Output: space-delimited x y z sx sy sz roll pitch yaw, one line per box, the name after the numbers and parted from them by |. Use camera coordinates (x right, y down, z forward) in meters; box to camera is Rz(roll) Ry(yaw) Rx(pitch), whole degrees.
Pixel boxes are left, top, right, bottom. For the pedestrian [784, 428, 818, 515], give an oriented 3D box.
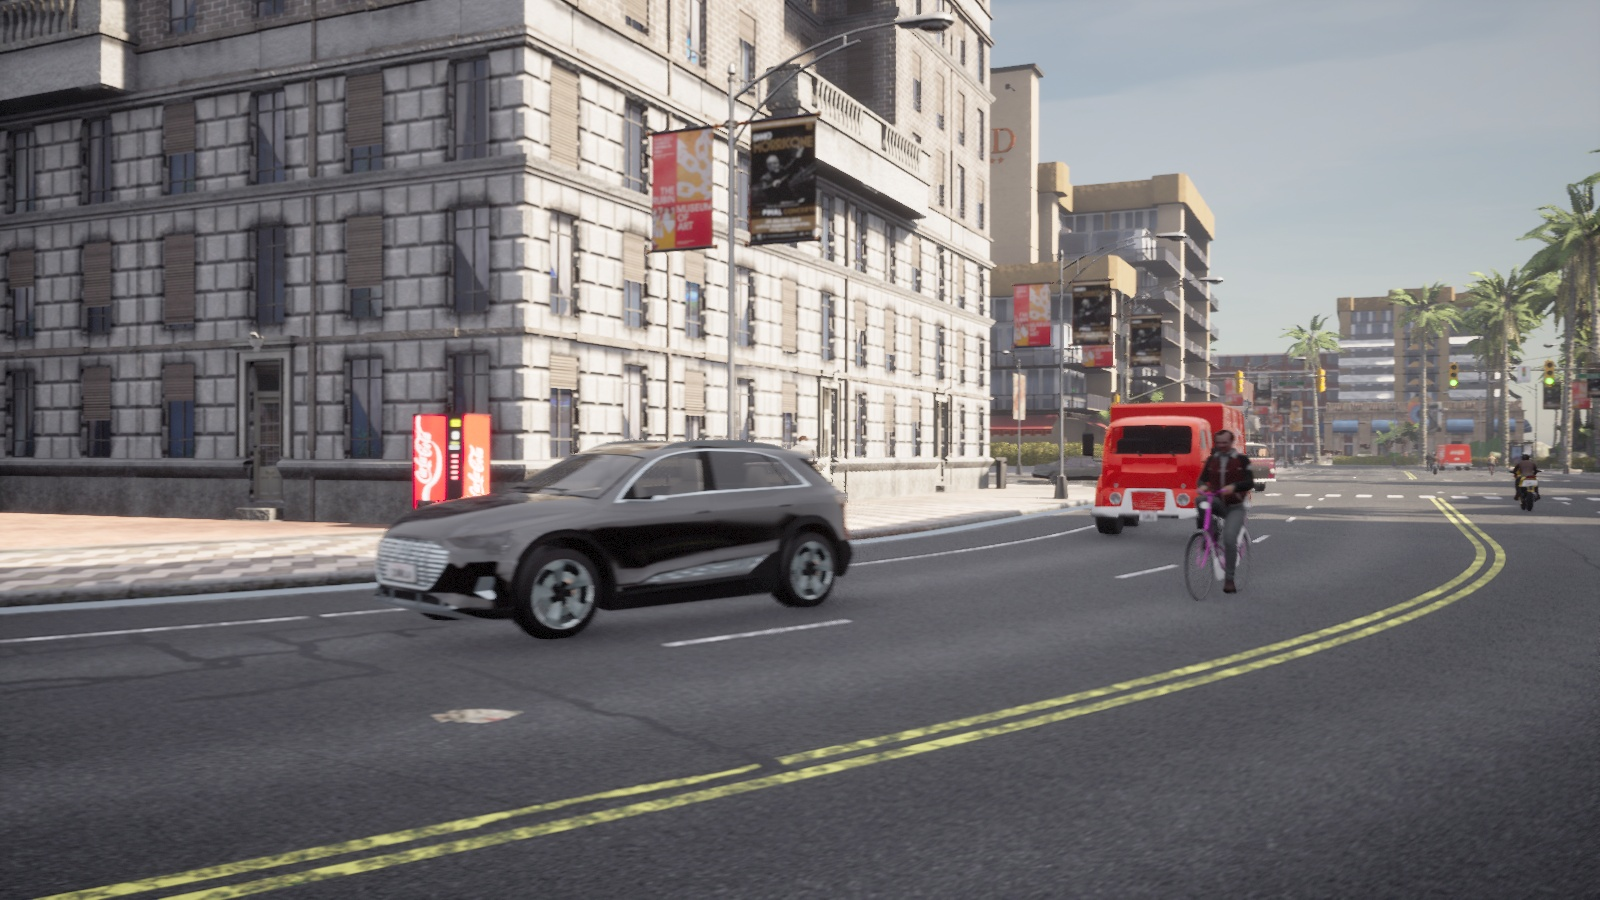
0.021 0.489 28.617 0.659 1.952 0.873 0 0 8 | pedestrian

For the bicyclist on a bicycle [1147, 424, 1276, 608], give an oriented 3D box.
4.314 0.645 13.084 0.659 1.776 1.843 -1 -1 38 | bicyclist on a bicycle

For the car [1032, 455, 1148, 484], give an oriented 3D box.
14.394 0.947 62.329 5.357 1.411 2.033 0 0 23 | car

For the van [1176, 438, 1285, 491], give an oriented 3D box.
17.236 0.579 50.525 2.069 2.038 4.480 1 0 -14 | van

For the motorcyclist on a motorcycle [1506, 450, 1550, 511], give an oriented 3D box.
19.020 0.779 32.842 0.797 1.523 2.044 0 -1 24 | motorcyclist on a motorcycle

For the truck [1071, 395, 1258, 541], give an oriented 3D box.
7.135 0.314 24.142 2.627 2.467 5.204 0 0 26 | truck

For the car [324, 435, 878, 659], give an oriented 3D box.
-1.625 0.715 11.710 2.033 1.649 4.856 0 0 44 | car
